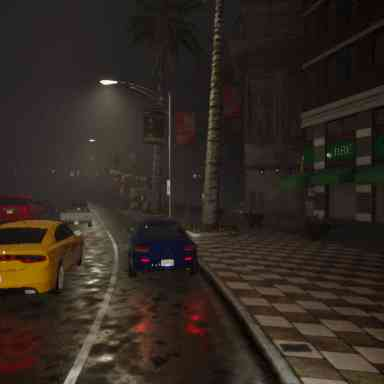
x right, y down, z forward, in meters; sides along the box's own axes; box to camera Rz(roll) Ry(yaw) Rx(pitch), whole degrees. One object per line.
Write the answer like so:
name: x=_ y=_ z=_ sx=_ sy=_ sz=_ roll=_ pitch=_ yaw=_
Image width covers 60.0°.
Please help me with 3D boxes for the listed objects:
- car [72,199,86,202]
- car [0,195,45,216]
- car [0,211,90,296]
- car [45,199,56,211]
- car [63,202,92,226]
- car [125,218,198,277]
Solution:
car: x=-12.373 y=1.494 z=36.367 sx=1.837 sy=1.490 sz=4.892 roll=0 pitch=0 yaw=-18
car: x=-11.029 y=1.211 z=21.177 sx=2.150 sy=2.045 sz=5.566 roll=0 pitch=0 yaw=-18
car: x=-4.042 y=1.475 z=8.574 sx=1.882 sy=1.535 sz=5.008 roll=0 pitch=-1 yaw=-10
car: x=-15.897 y=1.463 z=35.886 sx=1.882 sy=1.535 sz=5.008 roll=0 pitch=0 yaw=-18
car: x=-7.809 y=1.594 z=22.577 sx=1.895 sy=1.301 sz=4.718 roll=0 pitch=0 yaw=-18
car: x=-1.034 y=1.525 z=10.202 sx=1.812 sy=1.442 sz=4.674 roll=0 pitch=0 yaw=-11
